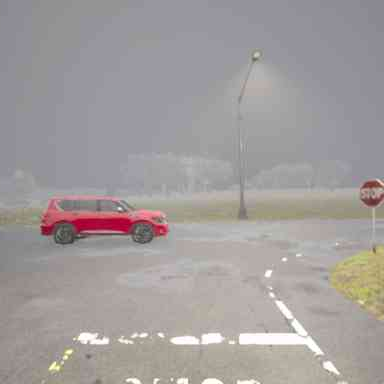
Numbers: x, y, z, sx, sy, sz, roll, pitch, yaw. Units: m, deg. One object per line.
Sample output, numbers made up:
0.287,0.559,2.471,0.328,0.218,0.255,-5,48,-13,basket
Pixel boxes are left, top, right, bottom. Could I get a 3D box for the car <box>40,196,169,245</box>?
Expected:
-3.836,1.219,14.988,5.566,2.045,2.150,0,-1,0,car
